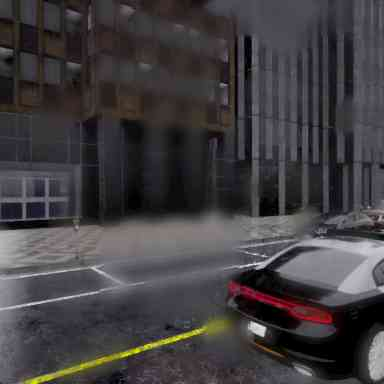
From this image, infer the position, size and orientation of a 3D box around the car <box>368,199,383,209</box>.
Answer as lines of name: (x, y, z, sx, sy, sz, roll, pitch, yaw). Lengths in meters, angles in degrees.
car: (11.275, 1.314, 18.559, 5.009, 1.841, 2.192, 0, 0, -35)

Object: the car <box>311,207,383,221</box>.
car: (6.687, 1.565, 15.285, 4.313, 1.339, 1.947, 0, 0, -35)

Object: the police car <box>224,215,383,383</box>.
police car: (2.885, 1.424, 5.490, 5.238, 1.638, 1.930, 0, 0, -35)
